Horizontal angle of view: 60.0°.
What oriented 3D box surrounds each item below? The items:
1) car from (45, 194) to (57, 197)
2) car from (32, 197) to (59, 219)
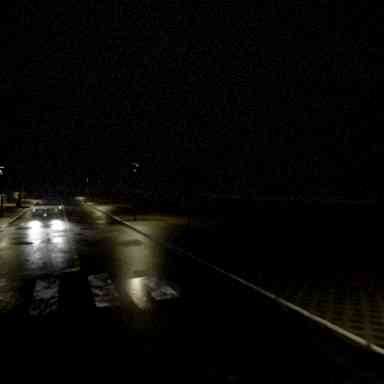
[{"bbox_3d":[-18.833,1.027,44.373,1.882,1.535,5.008,0,1,-22],"label":"car"},{"bbox_3d":[-11.448,1.341,26.114,1.895,1.301,4.718,0,1,-22],"label":"car"}]
